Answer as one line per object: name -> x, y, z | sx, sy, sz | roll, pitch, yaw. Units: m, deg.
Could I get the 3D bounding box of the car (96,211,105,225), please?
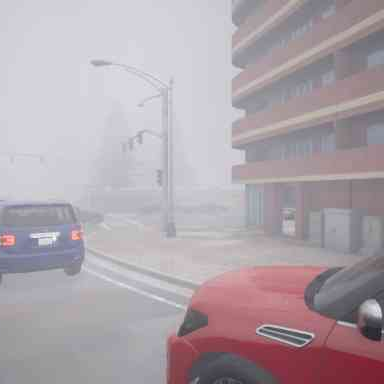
car -> -8.318, 1.542, 22.481 | 4.674, 1.442, 1.812 | 0, 0, -23

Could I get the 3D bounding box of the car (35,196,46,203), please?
car -> -33.275, 1.540, 72.982 | 2.033, 1.411, 5.357 | 0, 0, -23

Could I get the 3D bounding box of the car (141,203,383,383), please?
car -> 2.392, 1.221, 2.420 | 5.566, 2.045, 2.150 | 0, 0, 36

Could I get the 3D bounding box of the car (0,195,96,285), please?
car -> -4.917, 1.221, 9.767 | 2.150, 2.045, 5.566 | 0, 0, -36

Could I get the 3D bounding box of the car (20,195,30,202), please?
car -> -39.613, 1.500, 78.930 | 1.837, 1.490, 4.892 | 0, 0, -23

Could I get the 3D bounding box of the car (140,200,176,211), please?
car -> -3.344, 1.581, 36.126 | 4.674, 1.442, 1.812 | 0, 0, -23

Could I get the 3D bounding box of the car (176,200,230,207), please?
car -> 1.115, 1.656, 34.215 | 4.718, 1.301, 1.895 | 0, 0, -23

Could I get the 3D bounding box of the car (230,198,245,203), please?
car -> 5.178, 1.533, 39.703 | 5.008, 1.535, 1.882 | 0, 0, -23

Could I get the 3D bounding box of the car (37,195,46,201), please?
car -> -37.309, 1.478, 82.452 | 1.882, 1.535, 5.008 | 0, 0, -23

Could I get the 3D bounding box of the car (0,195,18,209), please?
car -> -25.904, 1.352, 46.961 | 2.097, 1.767, 4.553 | 0, 0, -23
